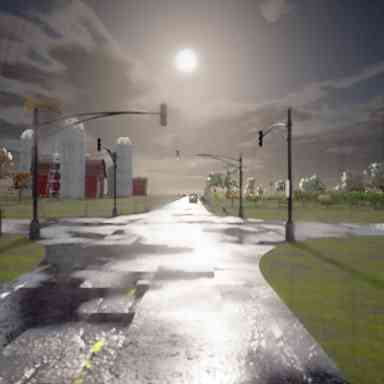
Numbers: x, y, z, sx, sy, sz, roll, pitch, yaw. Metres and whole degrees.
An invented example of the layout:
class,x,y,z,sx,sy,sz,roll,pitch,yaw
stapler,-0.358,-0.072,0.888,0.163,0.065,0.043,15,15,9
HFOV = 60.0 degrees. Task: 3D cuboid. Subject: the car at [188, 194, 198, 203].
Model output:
class,x,y,z,sx,sy,sz,roll,pitch,yaw
car,0.247,1.745,74.091,2.128,1.511,4.902,0,0,0
